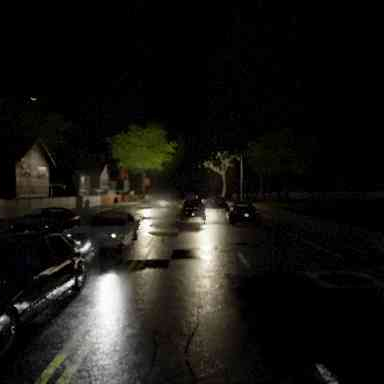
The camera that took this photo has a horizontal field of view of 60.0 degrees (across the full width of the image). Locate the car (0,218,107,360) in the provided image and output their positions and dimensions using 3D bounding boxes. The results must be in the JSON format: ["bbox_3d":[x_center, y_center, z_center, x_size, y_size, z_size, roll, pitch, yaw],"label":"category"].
[{"bbox_3d":[-3.346,1.483,6.051,2.033,1.411,5.357,0,1,0],"label":"car"}]

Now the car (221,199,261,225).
[{"bbox_3d":[3.325,1.364,22.283,1.994,1.385,4.181,0,0,0],"label":"car"}]

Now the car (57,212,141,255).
[{"bbox_3d":[-3.251,1.470,12.890,1.895,1.301,4.718,0,0,0],"label":"car"}]

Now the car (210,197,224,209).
[{"bbox_3d":[3.343,1.321,41.848,2.033,1.411,5.357,0,0,0],"label":"car"}]

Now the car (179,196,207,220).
[{"bbox_3d":[0.087,1.289,25.785,1.837,1.490,4.892,0,1,0],"label":"car"}]

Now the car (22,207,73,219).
[{"bbox_3d":[-6.555,1.413,15.284,1.994,1.385,4.181,0,0,1],"label":"car"}]

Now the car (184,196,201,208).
[{"bbox_3d":[0.092,1.271,43.703,2.128,1.511,4.902,0,0,0],"label":"car"}]
